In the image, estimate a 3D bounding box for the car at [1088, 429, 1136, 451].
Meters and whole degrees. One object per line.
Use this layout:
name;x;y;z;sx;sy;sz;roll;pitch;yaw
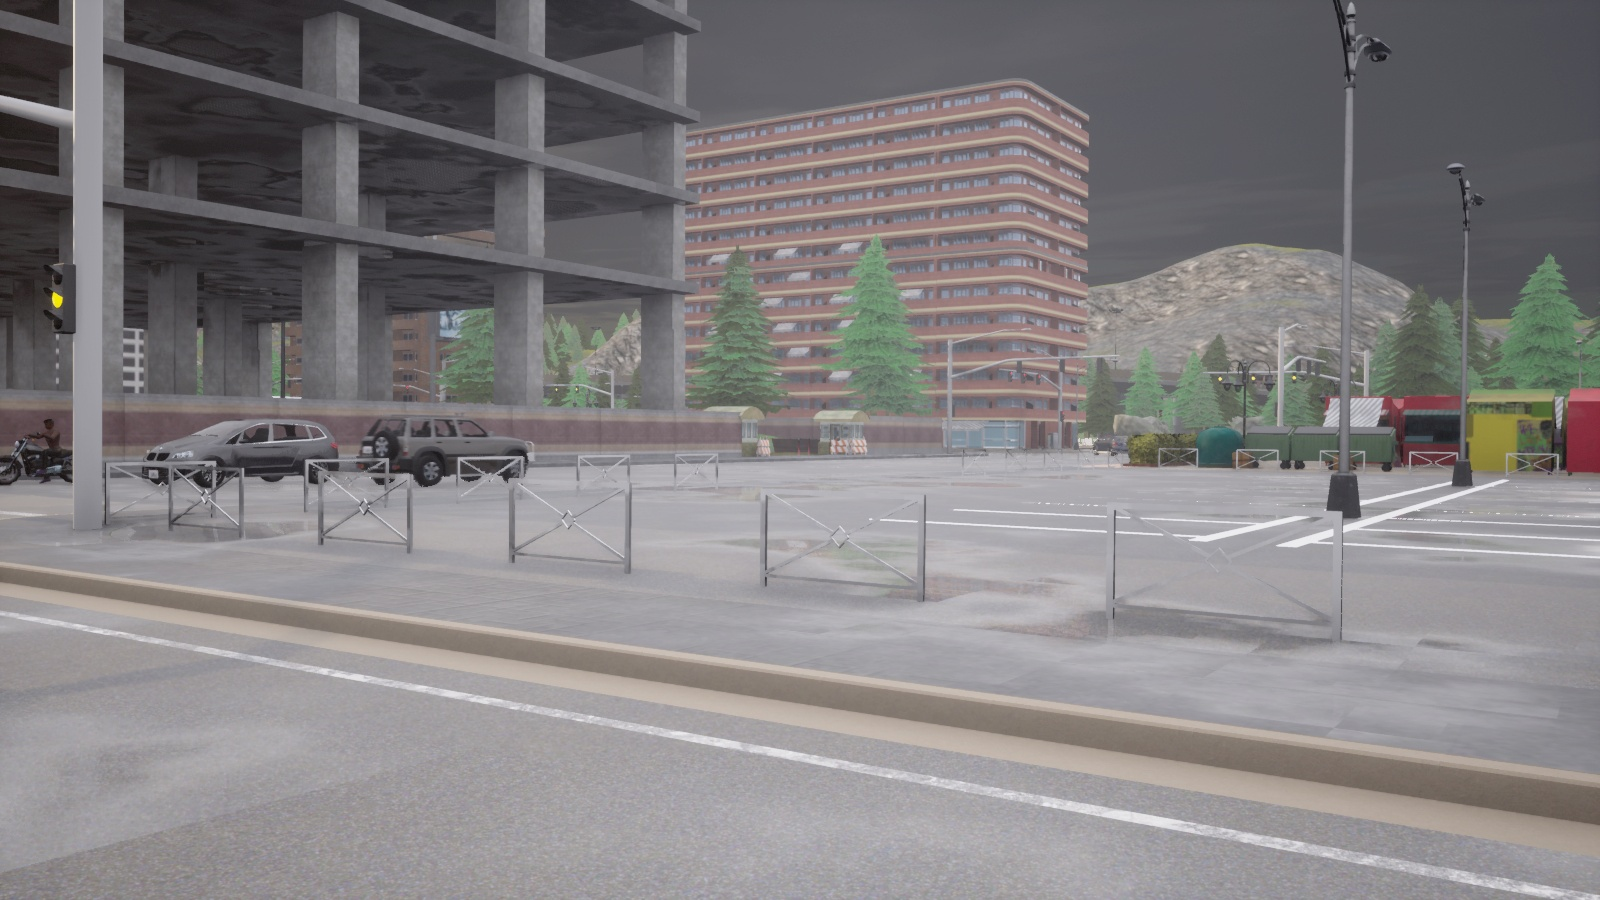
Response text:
car;22.212;-0.723;89.456;1.789;1.549;3.705;0;1;-14

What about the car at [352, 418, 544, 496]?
car;-8.963;0.132;32.347;1.932;1.855;4.605;0;1;33

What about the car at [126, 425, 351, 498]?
car;-13.865;0.219;31.270;2.242;1.667;4.611;0;1;33

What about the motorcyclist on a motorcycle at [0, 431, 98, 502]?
motorcyclist on a motorcycle;-18.504;0.376;30.585;0.766;1.649;2.350;0;1;33
